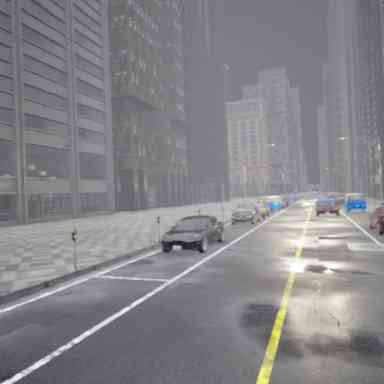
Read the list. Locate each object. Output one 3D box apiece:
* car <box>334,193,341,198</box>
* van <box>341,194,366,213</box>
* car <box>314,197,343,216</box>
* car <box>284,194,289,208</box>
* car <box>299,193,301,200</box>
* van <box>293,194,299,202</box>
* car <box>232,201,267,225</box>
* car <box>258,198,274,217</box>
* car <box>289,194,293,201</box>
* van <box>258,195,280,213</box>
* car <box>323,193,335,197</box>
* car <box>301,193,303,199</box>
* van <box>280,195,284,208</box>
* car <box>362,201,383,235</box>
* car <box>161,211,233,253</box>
[{"bbox_3d":[21.910,1.242,48.590,1.802,1.307,4.206,-3,-1,20],"label":"car"},{"bbox_3d":[16.013,1.063,32.728,1.690,1.788,3.998,-3,-1,20],"label":"van"},{"bbox_3d":[12.097,1.447,29.851,1.895,1.301,4.718,-3,-1,21],"label":"car"},{"bbox_3d":[11.955,1.469,46.263,1.967,1.590,4.097,-3,-1,20],"label":"car"},{"bbox_3d":[23.733,1.449,77.994,1.887,1.381,4.507,-3,-1,20],"label":"car"},{"bbox_3d":[21.762,1.266,72.708,1.690,1.788,3.998,-3,-1,20],"label":"van"},{"bbox_3d":[4.111,1.662,25.109,2.008,1.369,4.403,-3,-1,20],"label":"car"},{"bbox_3d":[6.013,1.616,30.238,1.752,1.417,4.829,-3,-1,20],"label":"car"},{"bbox_3d":[13.912,1.324,51.554,2.192,1.841,5.009,-3,-1,20],"label":"car"},{"bbox_3d":[8.026,1.411,35.688,1.690,1.788,3.998,-3,-1,20],"label":"van"},{"bbox_3d":[15.843,1.286,40.105,1.882,1.535,5.008,-3,0,21],"label":"car"},{"bbox_3d":[27.658,1.427,88.570,1.947,1.339,4.313,-3,-1,20],"label":"car"},{"bbox_3d":[9.988,1.391,40.976,1.690,1.788,3.998,-3,-1,20],"label":"van"},{"bbox_3d":[10.135,1.327,16.860,1.887,1.381,4.507,-3,-1,20],"label":"car"},{"bbox_3d":[0.187,1.717,14.532,1.947,1.339,4.313,-3,-1,20],"label":"car"}]
